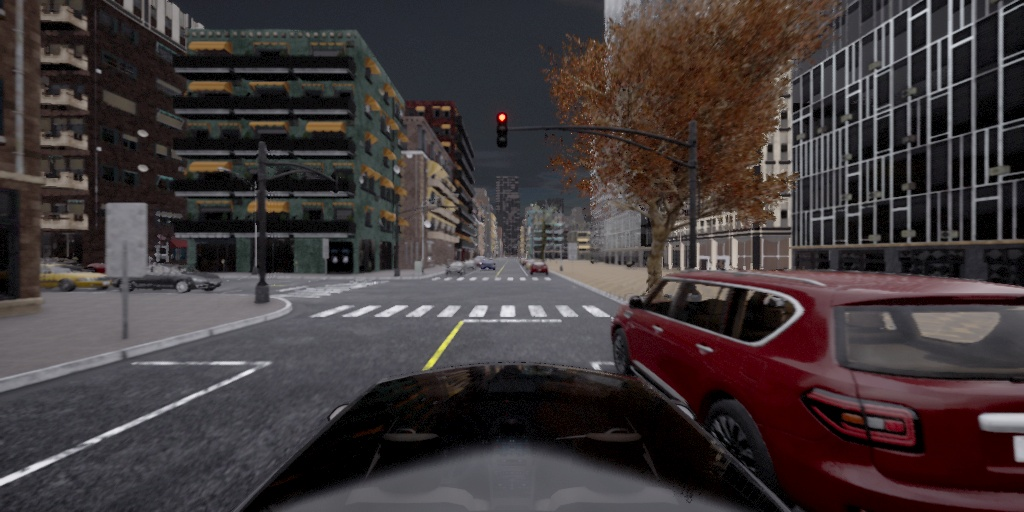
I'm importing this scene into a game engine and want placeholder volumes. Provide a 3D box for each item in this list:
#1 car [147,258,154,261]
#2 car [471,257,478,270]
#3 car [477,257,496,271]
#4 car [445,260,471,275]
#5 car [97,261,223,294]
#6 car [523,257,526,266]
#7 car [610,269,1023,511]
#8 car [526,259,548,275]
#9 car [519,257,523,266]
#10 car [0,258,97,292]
[{"bbox_3d":[-27.612,0.762,25.467,4.097,1.591,1.967,0,0,-1],"label":"car"},{"bbox_3d":[-5.672,1.181,47.674,2.007,1.370,4.403,0,0,0],"label":"car"},{"bbox_3d":[-2.983,1.182,46.280,2.033,1.411,5.357,0,0,0],"label":"car"},{"bbox_3d":[-5.676,1.205,36.608,2.007,1.370,4.403,0,0,0],"label":"car"},{"bbox_3d":[-16.429,1.044,17.196,4.403,1.370,2.007,0,0,-1],"label":"car"},{"bbox_3d":[2.708,1.156,47.840,1.751,1.417,4.829,0,0,0],"label":"car"},{"bbox_3d":[2.693,1.057,4.218,2.192,1.841,5.009,0,0,0],"label":"car"},{"bbox_3d":[2.704,1.199,36.605,1.888,1.381,4.507,0,0,0],"label":"car"},{"bbox_3d":[2.715,1.182,64.268,1.802,1.307,4.207,0,0,0],"label":"car"},{"bbox_3d":[-21.826,0.942,17.143,4.829,1.417,1.751,0,0,-1],"label":"car"}]
